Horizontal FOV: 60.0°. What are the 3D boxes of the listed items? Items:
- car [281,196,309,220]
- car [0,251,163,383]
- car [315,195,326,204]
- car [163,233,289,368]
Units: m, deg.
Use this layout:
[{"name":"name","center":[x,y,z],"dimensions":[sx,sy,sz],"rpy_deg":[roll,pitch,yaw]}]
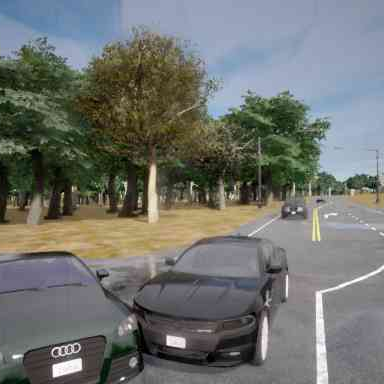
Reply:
[{"name":"car","center":[9.543,1.421,30.733],"dimensions":[2.150,2.045,5.566],"rpy_deg":[-1,0,20]},{"name":"car","center":[-2.335,1.644,5.028],"dimensions":[1.994,1.385,4.181],"rpy_deg":[2,-2,-33]},{"name":"car","center":[27.216,1.764,70.253],"dimensions":[1.895,1.301,4.718],"rpy_deg":[-1,0,26]},{"name":"car","center":[0.706,1.614,6.337],"dimensions":[1.882,1.535,5.008],"rpy_deg":[-1,-2,21]}]
